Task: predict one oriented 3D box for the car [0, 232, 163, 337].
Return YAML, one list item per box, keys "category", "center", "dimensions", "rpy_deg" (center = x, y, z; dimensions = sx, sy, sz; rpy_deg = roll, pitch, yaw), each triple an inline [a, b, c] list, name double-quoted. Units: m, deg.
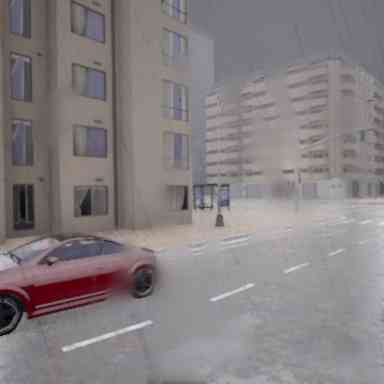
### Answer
- category: "car"
  center: [-2.665, 1.557, 6.702]
  dimensions: [4.181, 1.385, 1.994]
  rpy_deg: [-1, 1, -41]
